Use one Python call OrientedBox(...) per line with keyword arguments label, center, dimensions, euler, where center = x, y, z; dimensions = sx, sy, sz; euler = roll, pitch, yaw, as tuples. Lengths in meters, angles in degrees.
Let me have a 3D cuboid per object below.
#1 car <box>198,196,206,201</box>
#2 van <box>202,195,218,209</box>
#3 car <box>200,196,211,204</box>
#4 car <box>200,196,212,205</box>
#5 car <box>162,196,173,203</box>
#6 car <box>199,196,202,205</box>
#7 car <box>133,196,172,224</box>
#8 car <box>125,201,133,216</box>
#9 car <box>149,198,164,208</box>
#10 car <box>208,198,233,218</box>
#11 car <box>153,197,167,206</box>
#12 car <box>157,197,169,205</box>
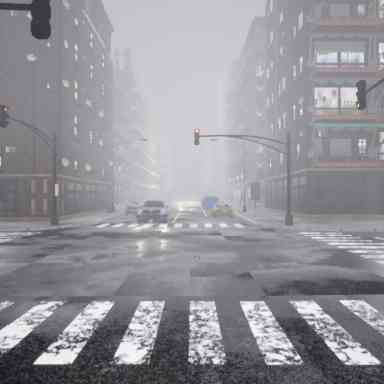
OrientedBox(label="car", center=(2.587, 1.627, 83.680), dimensions=(1.887, 1.381, 4.507), euler=(1, 0, 0))
OrientedBox(label="van", center=(2.616, 1.366, 44.090), dimensions=(1.690, 1.788, 3.998), euler=(1, 0, 0))
OrientedBox(label="car", center=(2.585, 1.604, 66.712), dimensions=(2.008, 1.369, 4.403), euler=(1, 0, 0))
OrientedBox(label="car", center=(2.585, 1.485, 61.056), dimensions=(1.967, 1.590, 4.097), euler=(1, 0, 0))
OrientedBox(label="car", center=(-5.295, 1.612, 72.318), dimensions=(2.008, 1.369, 4.403), euler=(1, 0, 0))
OrientedBox(label="car", center=(2.585, 1.347, 49.744), dimensions=(2.192, 1.841, 5.009), euler=(1, 0, 0))
OrientedBox(label="car", center=(-2.745, 1.356, 24.442), dimensions=(2.097, 1.767, 4.553), euler=(0, 0, 0))
OrientedBox(label="car", center=(-5.430, 1.565, 32.713), dimensions=(2.008, 1.369, 4.403), euler=(1, 0, 0))
OrientedBox(label="car", center=(-5.298, 1.613, 49.686), dimensions=(1.802, 1.307, 4.206), euler=(1, 0, 0))
OrientedBox(label="car", center=(2.709, 1.537, 30.256), dimensions=(1.752, 1.417, 4.829), euler=(1, 0, 0))
OrientedBox(label="car", center=(-5.297, 1.563, 55.174), dimensions=(1.752, 1.417, 4.829), euler=(1, 0, 0))
OrientedBox(label="car", center=(-5.297, 1.627, 61.002), dimensions=(1.802, 1.307, 4.206), euler=(1, 0, 0))
